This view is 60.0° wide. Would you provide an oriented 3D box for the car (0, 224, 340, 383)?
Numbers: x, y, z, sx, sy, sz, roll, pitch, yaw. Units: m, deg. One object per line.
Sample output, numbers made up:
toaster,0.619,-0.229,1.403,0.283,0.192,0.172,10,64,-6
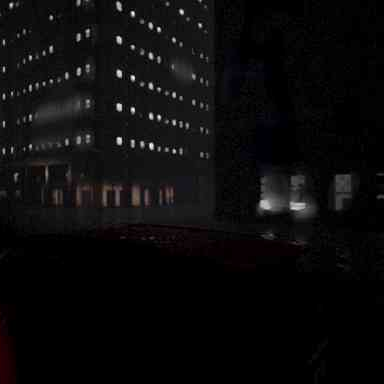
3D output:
car,-1.077,1.296,3.654,5.009,1.841,2.192,0,0,36
